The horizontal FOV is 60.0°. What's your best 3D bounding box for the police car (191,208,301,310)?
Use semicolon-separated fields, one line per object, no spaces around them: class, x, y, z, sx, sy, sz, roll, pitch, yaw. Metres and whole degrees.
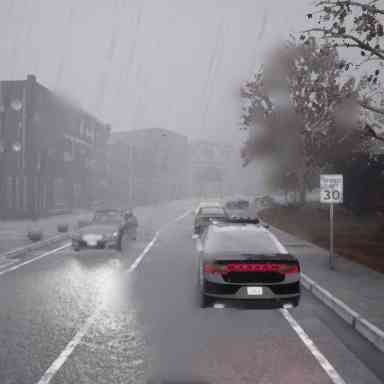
police car;1.034;1.427;8.079;1.930;1.638;5.238;0;0;0

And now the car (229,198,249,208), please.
car;6.399;1.518;46.160;1.895;1.301;4.718;0;0;28

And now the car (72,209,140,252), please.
car;-3.423;1.495;13.923;2.128;1.511;4.902;0;0;1

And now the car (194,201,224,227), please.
car;1.262;1.481;23.772;1.882;1.535;5.008;0;0;4

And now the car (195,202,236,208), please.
car;1.043;1.510;17.925;1.837;1.490;4.892;0;0;1

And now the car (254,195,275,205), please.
car;12.050;1.290;55.318;1.837;1.490;4.892;-1;1;40
